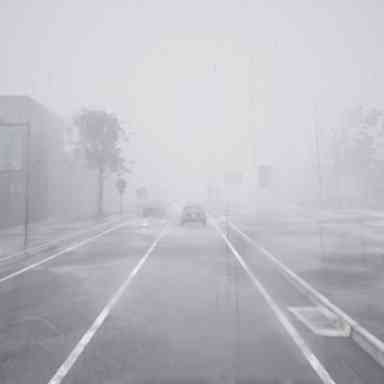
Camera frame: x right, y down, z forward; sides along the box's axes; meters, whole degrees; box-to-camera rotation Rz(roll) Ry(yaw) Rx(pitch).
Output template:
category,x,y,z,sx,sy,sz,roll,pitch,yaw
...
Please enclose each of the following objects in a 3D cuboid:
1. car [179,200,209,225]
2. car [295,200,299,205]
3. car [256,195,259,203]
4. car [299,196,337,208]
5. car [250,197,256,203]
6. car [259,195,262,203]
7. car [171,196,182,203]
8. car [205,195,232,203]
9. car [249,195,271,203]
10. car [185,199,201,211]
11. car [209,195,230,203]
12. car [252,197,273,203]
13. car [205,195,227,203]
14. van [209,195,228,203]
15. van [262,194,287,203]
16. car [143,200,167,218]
category,x,y,z,sx,sy,sz,roll,pitch,yaw
car,0.093,1.593,24.282,2.033,1.411,5.357,0,0,0
car,18.671,1.582,52.205,4.674,1.452,2.002,0,0,0
car,18.668,1.822,78.454,5.366,1.575,1.946,0,-1,0
car,18.742,1.409,49.035,4.553,1.767,2.185,0,0,0
car,18.407,1.715,84.174,5.566,2.045,2.435,0,-2,-1
car,18.690,1.766,75.793,5.366,1.575,1.946,0,-1,0
car,-3.296,1.673,71.031,2.128,1.511,4.902,0,-1,0
car,6.070,1.720,73.543,5.366,1.575,1.946,0,-1,0
car,18.336,1.884,89.633,5.566,2.045,2.435,0,-2,-1
car,0.088,1.642,42.511,1.994,1.385,4.181,0,0,0
car,6.262,1.652,76.464,4.553,1.767,2.185,0,-1,0
car,18.393,2.052,86.958,4.892,1.521,2.231,0,-2,-1
car,6.175,1.757,85.693,5.566,2.045,2.435,0,-2,-1
van,6.321,1.622,79.503,4.442,1.987,1.878,0,-1,0
van,18.411,1.491,73.001,4.442,1.987,1.878,0,-1,0
car,-3.355,1.535,30.681,1.882,1.535,5.008,0,0,0
